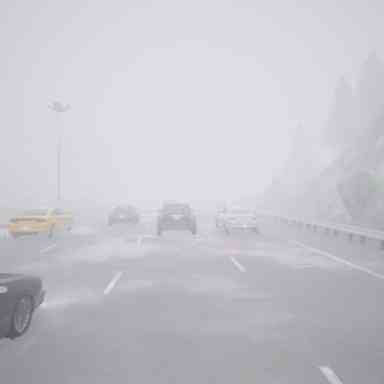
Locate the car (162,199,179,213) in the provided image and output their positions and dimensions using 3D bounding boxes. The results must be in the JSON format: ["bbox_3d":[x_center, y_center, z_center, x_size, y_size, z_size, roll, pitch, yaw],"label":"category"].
[{"bbox_3d":[-2.465,1.550,38.223,1.837,1.490,4.892,0,0,-5],"label":"car"}]

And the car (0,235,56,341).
[{"bbox_3d":[-3.503,1.559,3.553,2.033,1.411,5.357,0,0,-1],"label":"car"}]

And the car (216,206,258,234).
[{"bbox_3d":[2.557,1.540,19.489,1.812,1.442,4.674,0,0,-4],"label":"car"}]

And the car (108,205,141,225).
[{"bbox_3d":[-4.844,1.600,24.282,1.994,1.385,4.181,0,0,-5],"label":"car"}]

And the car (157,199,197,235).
[{"bbox_3d":[-0.943,1.374,19.280,2.097,1.767,4.553,0,0,-4],"label":"car"}]

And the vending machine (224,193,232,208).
[{"bbox_3d":[5.167,1.234,47.906,1.100,2.100,0.880,0,0,-5],"label":"vending machine"}]

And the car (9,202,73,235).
[{"bbox_3d":[-7.840,1.513,17.775,1.882,1.535,5.008,0,0,-4],"label":"car"}]
